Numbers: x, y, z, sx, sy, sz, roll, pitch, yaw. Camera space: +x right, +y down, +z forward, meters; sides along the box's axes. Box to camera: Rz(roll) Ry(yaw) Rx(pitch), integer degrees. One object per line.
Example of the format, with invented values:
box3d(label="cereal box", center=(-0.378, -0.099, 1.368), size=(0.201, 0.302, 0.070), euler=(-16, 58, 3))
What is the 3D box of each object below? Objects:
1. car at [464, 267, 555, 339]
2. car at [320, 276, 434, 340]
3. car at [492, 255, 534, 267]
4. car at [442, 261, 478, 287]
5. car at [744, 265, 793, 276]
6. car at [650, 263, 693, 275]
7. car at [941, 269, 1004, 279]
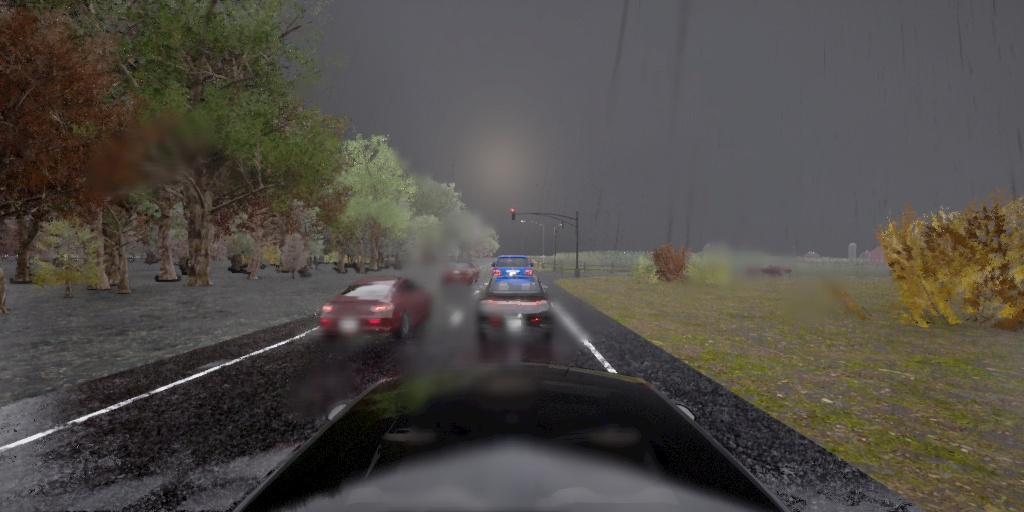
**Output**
box3d(label="car", center=(0.073, 1.244, 10.128), size=(2.128, 1.511, 4.902), euler=(0, 0, 0))
box3d(label="car", center=(-3.430, 1.278, 9.843), size=(1.812, 1.442, 4.674), euler=(0, 0, 0))
box3d(label="car", center=(0.037, 0.977, 20.045), size=(2.150, 2.045, 5.566), euler=(0, 0, 0))
box3d(label="car", center=(-3.483, 1.108, 25.008), size=(2.097, 1.767, 4.553), euler=(0, 0, 0))
box3d(label="car", center=(30.924, 1.749, 43.311), size=(4.718, 1.301, 1.895), euler=(1, -1, 0))
box3d(label="car", center=(19.235, 1.525, 43.325), size=(4.892, 1.490, 1.837), euler=(1, -1, 0))
box3d(label="car", center=(51.210, 1.835, 39.663), size=(4.674, 1.442, 1.812), euler=(1, -1, 1))
